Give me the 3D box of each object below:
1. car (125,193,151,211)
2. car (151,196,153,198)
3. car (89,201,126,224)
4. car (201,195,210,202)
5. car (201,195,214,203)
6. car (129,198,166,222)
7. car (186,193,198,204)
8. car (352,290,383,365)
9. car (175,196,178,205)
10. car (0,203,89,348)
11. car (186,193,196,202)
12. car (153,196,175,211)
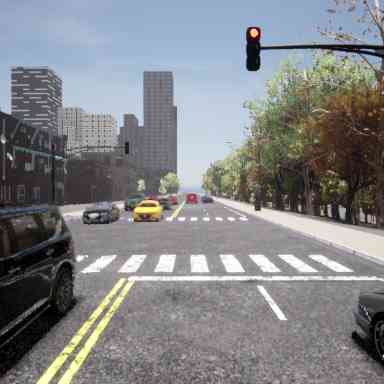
[{"bbox_3d":[-6.679,1.206,40.092,2.150,2.045,5.566,0,0,0],"label":"car"},{"bbox_3d":[-6.697,1.456,58.272,1.882,1.535,5.008,0,0,0],"label":"car"},{"bbox_3d":[-6.650,1.487,24.860,2.128,1.511,4.902,0,0,0],"label":"car"},{"bbox_3d":[3.101,1.447,75.901,1.882,1.535,5.008,0,0,0],"label":"car"},{"bbox_3d":[3.222,1.539,65.873,1.994,1.385,4.181,0,0,0],"label":"car"},{"bbox_3d":[-3.401,1.470,26.475,1.882,1.535,5.008,0,0,0],"label":"car"},{"bbox_3d":[-0.032,1.197,65.176,2.150,2.045,5.566,0,0,0],"label":"car"},{"bbox_3d":[3.345,1.547,2.555,2.033,1.411,5.357,0,0,0],"label":"car"},{"bbox_3d":[-3.448,1.457,57.240,1.882,1.535,5.008,0,1,0],"label":"car"},{"bbox_3d":[-3.359,1.221,4.464,2.150,2.045,5.566,0,0,0],"label":"car"},{"bbox_3d":[-0.150,1.195,75.712,2.150,2.045,5.566,0,0,0],"label":"car"},{"bbox_3d":[-3.432,1.493,41.178,1.837,1.490,4.892,0,0,0],"label":"car"}]
